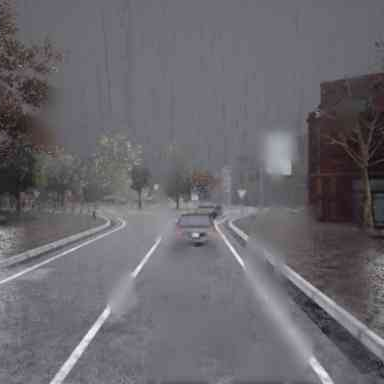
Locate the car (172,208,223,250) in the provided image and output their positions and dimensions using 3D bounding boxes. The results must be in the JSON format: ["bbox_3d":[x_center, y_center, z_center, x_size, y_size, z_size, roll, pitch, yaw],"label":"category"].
[{"bbox_3d":[0.124,1.651,14.763,2.033,1.411,5.357,0,0,0],"label":"car"}]

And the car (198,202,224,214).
[{"bbox_3d":[1.709,1.629,30.914,2.128,1.511,4.902,0,1,15],"label":"car"}]
